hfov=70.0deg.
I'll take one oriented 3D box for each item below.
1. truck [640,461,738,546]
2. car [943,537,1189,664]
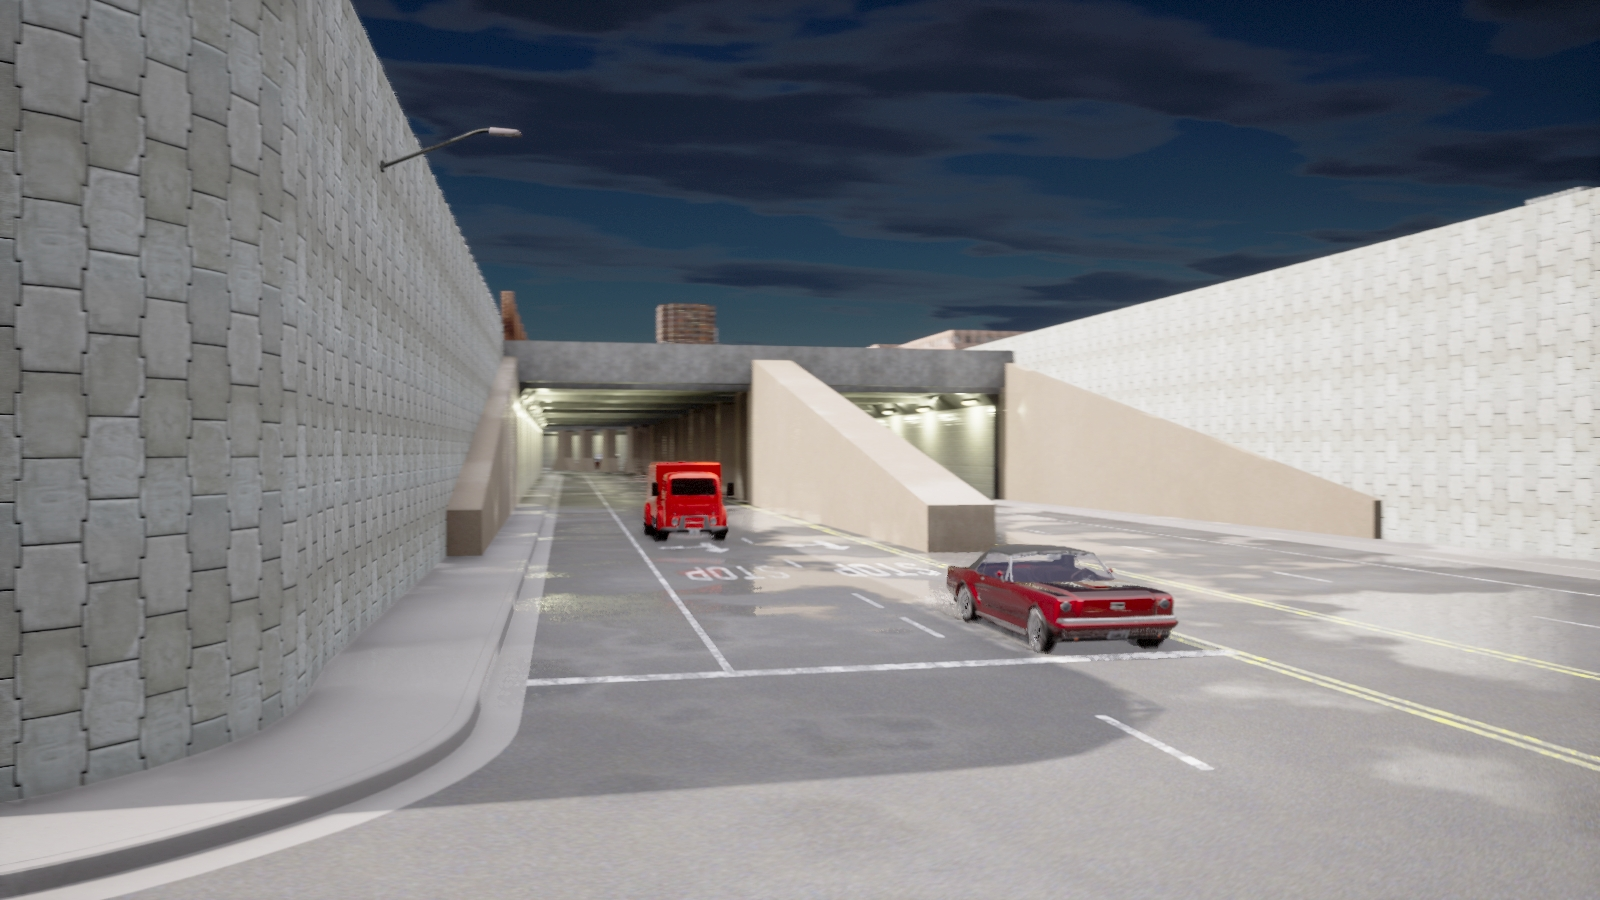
[{"bbox_3d":[-3.683,1.618,36.896,2.627,2.467,5.204,0,0,-11],"label":"truck"},{"bbox_3d":[3.863,2.179,17.573,1.895,1.301,4.718,0,0,-12],"label":"car"}]
